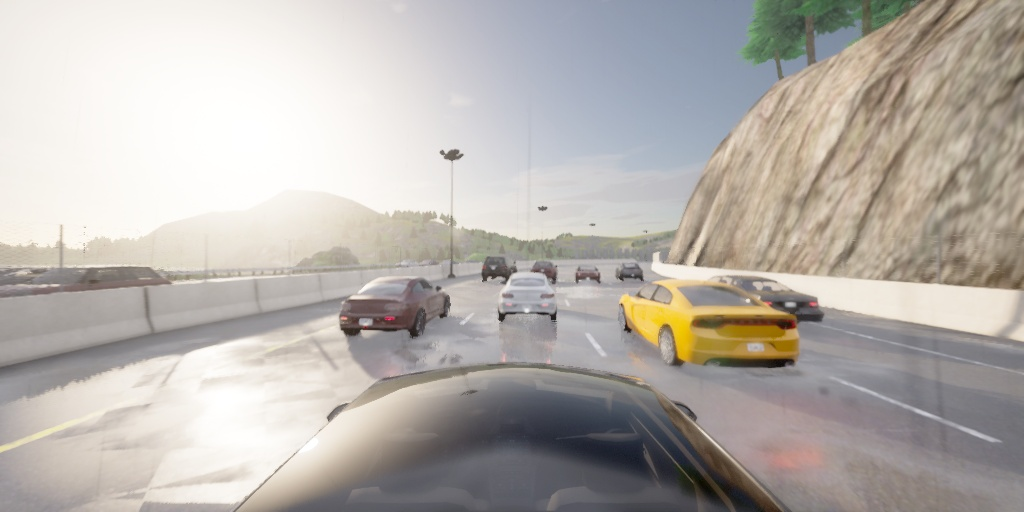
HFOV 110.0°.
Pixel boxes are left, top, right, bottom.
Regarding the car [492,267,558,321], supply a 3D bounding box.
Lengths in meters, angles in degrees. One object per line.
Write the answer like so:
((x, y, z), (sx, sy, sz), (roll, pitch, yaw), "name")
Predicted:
((0.564, 1.296, 12.461), (1.812, 1.442, 4.674), (0, 0, 4), "car")

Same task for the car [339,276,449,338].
((-3.089, 1.281, 10.159), (1.812, 1.442, 4.674), (0, 0, 3), "car")

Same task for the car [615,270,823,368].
((3.815, 1.249, 7.958), (1.882, 1.535, 5.008), (0, 0, 2), "car")

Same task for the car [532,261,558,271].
((2.729, 1.158, 30.112), (2.097, 1.767, 4.553), (0, 0, 10), "car")

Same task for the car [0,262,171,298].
((-13.702, 1.078, 11.411), (2.097, 1.767, 4.553), (0, 0, 4), "car")

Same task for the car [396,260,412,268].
((-16.387, 1.321, 56.471), (1.812, 1.442, 4.674), (0, 0, 17), "car")

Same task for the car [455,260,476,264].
((-6.230, 1.324, 53.757), (1.837, 1.490, 4.892), (0, 0, 17), "car")

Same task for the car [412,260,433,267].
((-13.010, 1.329, 55.524), (1.812, 1.442, 4.674), (0, 0, 17), "car")

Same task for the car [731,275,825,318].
((7.509, 1.337, 11.948), (2.033, 1.411, 5.357), (0, 0, 4), "car")

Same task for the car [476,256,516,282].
((-0.961, 1.016, 29.492), (2.150, 2.045, 5.566), (0, 0, 9), "car")

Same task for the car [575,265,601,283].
((6.034, 1.415, 28.897), (1.895, 1.301, 4.718), (0, 0, 10), "car")

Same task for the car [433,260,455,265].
((-9.700, 1.337, 54.397), (1.812, 1.442, 4.674), (0, 0, 17), "car")

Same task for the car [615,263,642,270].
((9.885, 1.319, 30.459), (2.128, 1.511, 4.902), (0, 0, 10), "car")
